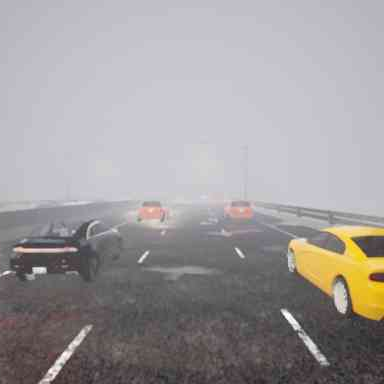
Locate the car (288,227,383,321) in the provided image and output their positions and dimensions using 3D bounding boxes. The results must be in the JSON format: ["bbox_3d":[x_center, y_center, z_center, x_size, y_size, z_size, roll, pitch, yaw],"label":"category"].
[{"bbox_3d":[3.627,1.507,7.439,1.882,1.535,5.008,0,0,0],"label":"car"}]

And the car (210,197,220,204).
[{"bbox_3d":[5.169,1.919,74.927,2.163,1.488,4.792,0,0,3],"label":"car"}]

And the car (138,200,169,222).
[{"bbox_3d":[-3.153,1.473,27.819,2.097,1.767,4.553,0,0,1],"label":"car"}]

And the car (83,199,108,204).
[{"bbox_3d":[-13.384,1.720,47.941,2.128,1.511,4.902,0,0,2],"label":"car"}]

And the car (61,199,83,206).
[{"bbox_3d":[-16.868,1.757,48.490,1.812,1.442,4.674,0,0,2],"label":"car"}]

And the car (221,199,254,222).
[{"bbox_3d":[3.849,1.475,27.908,2.097,1.767,4.553,0,0,1],"label":"car"}]

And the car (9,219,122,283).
[{"bbox_3d":[-3.360,1.529,9.787,2.128,1.511,4.902,0,0,0],"label":"car"}]

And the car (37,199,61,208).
[{"bbox_3d":[-20.376,1.776,48.198,2.033,1.411,5.357,0,0,2],"label":"car"}]

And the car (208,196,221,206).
[{"bbox_3d":[4.720,1.687,63.955,2.097,1.767,4.553,0,0,2],"label":"car"}]
